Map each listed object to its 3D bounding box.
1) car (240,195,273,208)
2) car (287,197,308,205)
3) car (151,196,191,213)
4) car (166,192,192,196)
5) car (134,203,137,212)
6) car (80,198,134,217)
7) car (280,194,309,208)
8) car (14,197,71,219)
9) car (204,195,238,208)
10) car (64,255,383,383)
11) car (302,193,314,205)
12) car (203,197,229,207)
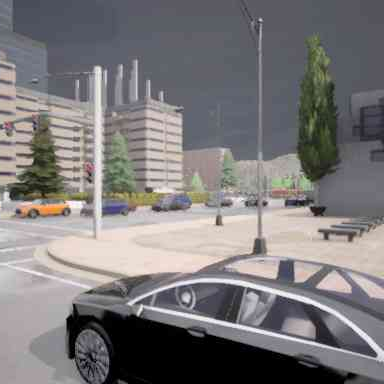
[{"bbox_3d":[9.302,1.511,47.649,2.128,1.511,4.902,0,0,37],"label":"car"},{"bbox_3d":[19.578,1.575,61.453,2.033,1.411,5.357,0,0,37],"label":"car"},{"bbox_3d":[-2.342,1.561,38.205,2.033,1.411,5.357,0,0,37],"label":"car"},{"bbox_3d":[-2.379,1.237,44.010,2.150,2.045,5.566,0,0,37],"label":"car"},{"bbox_3d":[-7.996,1.576,36.465,1.994,1.385,4.181,0,0,37],"label":"car"},{"bbox_3d":[-8.001,1.362,30.605,2.097,1.767,4.553,0,0,37],"label":"car"},{"bbox_3d":[15.570,1.500,50.210,1.882,1.535,5.008,0,0,37],"label":"car"},{"bbox_3d":[-13.202,1.360,29.588,2.097,1.767,4.553,0,0,38],"label":"car"},{"bbox_3d":[3.873,1.510,46.532,2.128,1.511,4.902,0,0,37],"label":"car"},{"bbox_3d":[0.577,1.494,3.691,4.902,1.511,2.128,0,0,35],"label":"car"},{"bbox_3d":[21.724,1.248,58.471,2.150,2.045,5.566,0,0,37],"label":"car"},{"bbox_3d":[3.750,1.546,52.200,1.812,1.442,4.674,0,0,37],"label":"car"}]
